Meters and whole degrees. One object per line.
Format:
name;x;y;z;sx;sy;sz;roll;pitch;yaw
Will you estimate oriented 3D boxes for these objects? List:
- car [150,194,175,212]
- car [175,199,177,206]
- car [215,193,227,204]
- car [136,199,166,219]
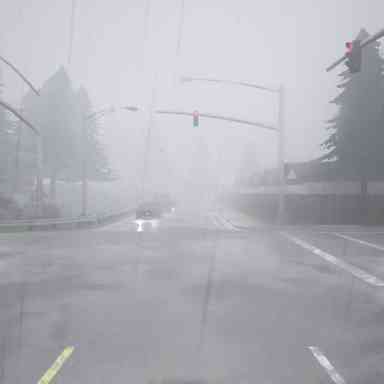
car;-3.606;1.221;39.382;2.150;2.045;5.566;0;0;0
car;-3.339;1.503;50.229;1.837;1.490;4.892;0;0;4
car;6.901;1.206;60.911;5.566;2.045;2.150;0;0;-22
car;-3.605;1.564;28.833;1.994;1.385;4.181;0;0;0
